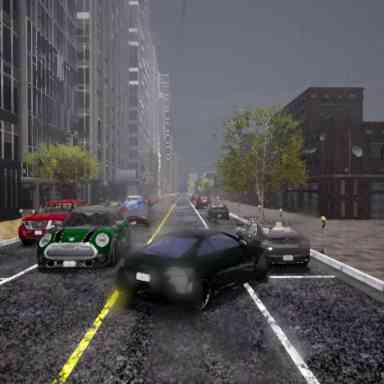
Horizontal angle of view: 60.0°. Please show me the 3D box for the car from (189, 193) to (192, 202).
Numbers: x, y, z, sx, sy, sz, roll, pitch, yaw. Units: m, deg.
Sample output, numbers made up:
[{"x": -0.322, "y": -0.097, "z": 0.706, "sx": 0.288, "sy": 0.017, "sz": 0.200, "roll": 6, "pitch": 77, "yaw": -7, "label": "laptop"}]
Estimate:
[{"x": 0.781, "y": 1.287, "z": 72.046, "sx": 2.192, "sy": 1.841, "sz": 5.009, "roll": -1, "pitch": 0, "yaw": -2, "label": "car"}]

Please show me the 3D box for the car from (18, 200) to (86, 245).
[{"x": -6.198, "y": 1.309, "z": 15.775, "sx": 2.192, "sy": 1.841, "sz": 5.009, "roll": -1, "pitch": 0, "yaw": -2, "label": "car"}]

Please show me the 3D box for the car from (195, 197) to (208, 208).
[{"x": 1.373, "y": 1.507, "z": 50.086, "sx": 1.752, "sy": 1.417, "sz": 4.829, "roll": -1, "pitch": 0, "yaw": -2, "label": "car"}]

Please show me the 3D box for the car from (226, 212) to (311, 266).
[{"x": 2.543, "y": 1.547, "z": 11.192, "sx": 2.008, "sy": 1.369, "sz": 4.403, "roll": -1, "pitch": 0, "yaw": -2, "label": "car"}]

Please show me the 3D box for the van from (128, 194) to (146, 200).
[{"x": -6.707, "y": 1.327, "z": 38.636, "sx": 1.690, "sy": 1.788, "sz": 3.998, "roll": -1, "pitch": 0, "yaw": -2, "label": "van"}]

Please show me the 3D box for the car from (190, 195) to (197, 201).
[{"x": 0.341, "y": 1.547, "z": 88.643, "sx": 1.802, "sy": 1.307, "sz": 4.206, "roll": -1, "pitch": 0, "yaw": -2, "label": "car"}]

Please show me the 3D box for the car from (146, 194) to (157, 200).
[{"x": -7.003, "y": 1.296, "z": 49.701, "sx": 2.192, "sy": 1.841, "sz": 5.009, "roll": -1, "pitch": 0, "yaw": -2, "label": "car"}]

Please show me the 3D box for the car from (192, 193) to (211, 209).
[{"x": 1.522, "y": 1.299, "z": 44.383, "sx": 2.192, "sy": 1.841, "sz": 5.009, "roll": -1, "pitch": 0, "yaw": -2, "label": "car"}]

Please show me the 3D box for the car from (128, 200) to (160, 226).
[{"x": -3.683, "y": 1.539, "z": 23.342, "sx": 2.033, "sy": 1.411, "sz": 5.357, "roll": 0, "pitch": 0, "yaw": -1, "label": "car"}]

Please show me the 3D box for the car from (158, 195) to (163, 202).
[{"x": -7.445, "y": 1.519, "z": 66.300, "sx": 1.887, "sy": 1.381, "sz": 4.507, "roll": -1, "pitch": 0, "yaw": -2, "label": "car"}]

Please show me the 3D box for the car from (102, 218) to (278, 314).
[{"x": 0.246, "y": 1.557, "z": 7.843, "sx": 1.994, "sy": 1.385, "sz": 4.181, "roll": 0, "pitch": 0, "yaw": 35, "label": "car"}]

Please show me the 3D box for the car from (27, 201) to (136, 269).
[{"x": -3.369, "y": 1.347, "z": 11.219, "sx": 2.097, "sy": 1.767, "sz": 4.553, "roll": 0, "pitch": 0, "yaw": -2, "label": "car"}]

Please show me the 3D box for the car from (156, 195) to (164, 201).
[{"x": -7.885, "y": 1.492, "z": 82.729, "sx": 1.752, "sy": 1.417, "sz": 4.829, "roll": -1, "pitch": 0, "yaw": -2, "label": "car"}]

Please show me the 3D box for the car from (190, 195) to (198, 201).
[{"x": 0.489, "y": 1.533, "z": 83.111, "sx": 1.947, "sy": 1.339, "sz": 4.313, "roll": -1, "pitch": 0, "yaw": -2, "label": "car"}]

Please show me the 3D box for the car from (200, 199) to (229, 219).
[{"x": 2.001, "y": 1.542, "z": 27.051, "sx": 2.008, "sy": 1.369, "sz": 4.403, "roll": -1, "pitch": 0, "yaw": -2, "label": "car"}]

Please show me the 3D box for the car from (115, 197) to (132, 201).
[{"x": -6.402, "y": 1.431, "z": 26.843, "sx": 1.967, "sy": 1.590, "sz": 4.097, "roll": -1, "pitch": 0, "yaw": -2, "label": "car"}]
